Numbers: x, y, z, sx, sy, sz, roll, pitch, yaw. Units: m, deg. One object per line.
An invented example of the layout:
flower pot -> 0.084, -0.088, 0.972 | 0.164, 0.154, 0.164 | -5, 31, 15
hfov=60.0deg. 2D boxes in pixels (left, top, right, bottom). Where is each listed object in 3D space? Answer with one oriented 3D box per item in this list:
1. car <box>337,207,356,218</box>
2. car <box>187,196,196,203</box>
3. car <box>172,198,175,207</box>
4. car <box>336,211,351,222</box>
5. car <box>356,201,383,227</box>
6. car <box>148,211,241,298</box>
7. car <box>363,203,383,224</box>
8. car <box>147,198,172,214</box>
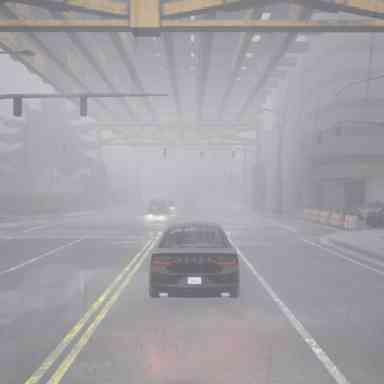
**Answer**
car -> 13.581, 1.295, 25.032 | 4.536, 1.218, 1.853 | 0, 0, 25
car -> -0.047, 1.492, 66.397 | 2.128, 1.511, 4.902 | 0, 0, 0
car -> -3.694, 1.600, 51.914 | 1.895, 1.301, 4.718 | 0, 0, 0
car -> 13.534, 1.453, 25.053 | 4.974, 1.542, 2.038 | 0, 0, 25
car -> 13.217, 1.453, 20.894 | 4.974, 1.542, 2.038 | 0, 0, -20
car -> 0.054, 1.478, 8.590 | 1.882, 1.535, 5.008 | 0, 0, 0
car -> 13.265, 1.295, 20.912 | 4.536, 1.218, 1.853 | 0, 0, -20
car -> -3.677, 1.491, 35.883 | 2.128, 1.511, 4.902 | 0, 0, 0
